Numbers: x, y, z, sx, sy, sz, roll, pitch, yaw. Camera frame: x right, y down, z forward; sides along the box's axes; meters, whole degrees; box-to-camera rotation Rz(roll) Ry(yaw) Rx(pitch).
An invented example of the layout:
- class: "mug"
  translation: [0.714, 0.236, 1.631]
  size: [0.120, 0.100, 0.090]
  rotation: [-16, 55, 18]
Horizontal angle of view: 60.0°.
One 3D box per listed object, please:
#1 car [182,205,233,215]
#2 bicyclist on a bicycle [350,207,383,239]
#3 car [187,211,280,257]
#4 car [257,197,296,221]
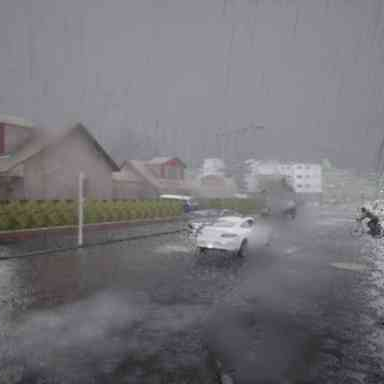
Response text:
- class: "car"
  translation: [1.498, 1.780, 20.998]
  size: [2.128, 1.511, 4.902]
  rotation: [0, -1, 31]
- class: "bicyclist on a bicycle"
  translation: [9.232, 1.643, 17.565]
  size: [1.656, 1.620, 0.582]
  rotation: [0, -1, 31]
- class: "car"
  translation: [1.897, 1.723, 13.857]
  size: [1.812, 1.442, 4.674]
  rotation: [0, -1, 33]
- class: "car"
  translation: [8.645, 1.710, 32.742]
  size: [2.150, 2.045, 5.566]
  rotation: [0, -1, 32]
